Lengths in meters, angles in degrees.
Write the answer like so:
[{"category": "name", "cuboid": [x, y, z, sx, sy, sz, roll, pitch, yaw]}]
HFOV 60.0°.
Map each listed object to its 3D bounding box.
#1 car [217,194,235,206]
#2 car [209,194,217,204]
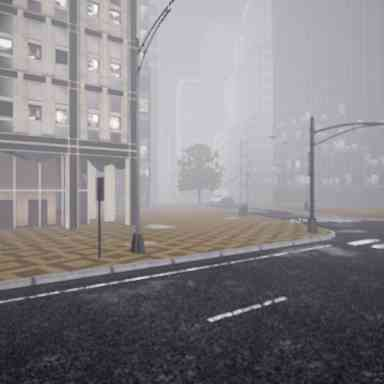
[{"category": "car", "cuboid": [6.700, 1.679, 63.729, 2.097, 1.767, 4.553, 0, 0, -7]}, {"category": "car", "cuboid": [5.283, 1.525, 73.841, 2.150, 2.045, 5.566, 0, 0, -8]}]
